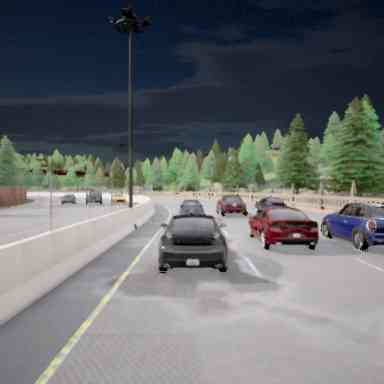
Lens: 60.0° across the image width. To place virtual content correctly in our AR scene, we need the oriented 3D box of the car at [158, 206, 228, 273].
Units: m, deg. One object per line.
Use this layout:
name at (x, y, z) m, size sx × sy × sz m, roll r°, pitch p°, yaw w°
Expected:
car at (0.042, 1.405, 10.342) m, size 1.837 × 1.490 × 4.892 m, roll 0°, pitch 1°, yaw 1°

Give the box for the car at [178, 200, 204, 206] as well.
car at (-0.057, 1.304, 25.262) m, size 2.033 × 1.411 × 5.357 m, roll 0°, pitch 1°, yaw -1°

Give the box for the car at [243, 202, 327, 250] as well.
car at (3.567, 1.345, 13.772) m, size 1.882 × 1.535 × 5.008 m, roll 0°, pitch 0°, yaw 0°

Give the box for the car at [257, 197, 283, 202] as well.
car at (6.793, 1.227, 29.049) m, size 1.837 × 1.490 × 4.892 m, roll 0°, pitch 1°, yaw -3°

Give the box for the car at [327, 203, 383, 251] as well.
car at (7.065, 1.219, 13.648) m, size 2.097 × 1.767 × 4.553 m, roll 0°, pitch 0°, yaw 0°

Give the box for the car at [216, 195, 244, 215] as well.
car at (3.298, 1.075, 28.655) m, size 2.097 × 1.767 × 4.553 m, roll 0°, pitch 0°, yaw -3°
